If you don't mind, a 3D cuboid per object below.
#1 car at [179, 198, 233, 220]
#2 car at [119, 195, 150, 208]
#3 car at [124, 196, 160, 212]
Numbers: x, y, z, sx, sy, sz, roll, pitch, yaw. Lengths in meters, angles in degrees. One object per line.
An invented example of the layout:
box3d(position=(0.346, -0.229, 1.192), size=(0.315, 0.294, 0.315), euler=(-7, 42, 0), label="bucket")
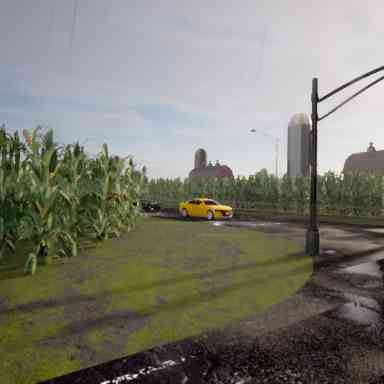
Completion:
box3d(position=(1.023, 1.279, 26.021), size=(1.882, 1.535, 5.008), euler=(2, 0, -38), label="car")
box3d(position=(-7.543, 1.238, 43.042), size=(1.837, 1.490, 4.892), euler=(1, 0, -38), label="car")
box3d(position=(-5.171, 1.322, 33.950), size=(1.895, 1.301, 4.718), euler=(2, 0, -38), label="car")
